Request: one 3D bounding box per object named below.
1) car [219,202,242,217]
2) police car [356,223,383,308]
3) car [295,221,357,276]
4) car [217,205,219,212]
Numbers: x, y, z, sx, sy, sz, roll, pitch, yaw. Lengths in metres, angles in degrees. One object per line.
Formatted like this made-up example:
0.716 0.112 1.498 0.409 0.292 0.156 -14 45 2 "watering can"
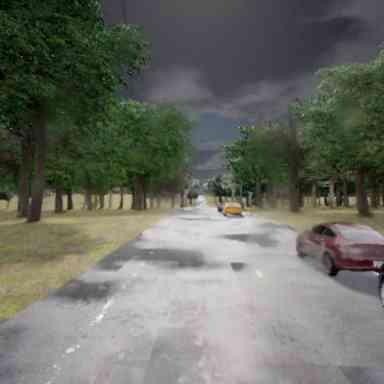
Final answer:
4.388 1.864 36.561 1.882 1.535 5.008 1 -1 2 "car"
4.613 1.524 4.772 1.930 1.638 5.238 1 0 1 "police car"
4.752 1.663 10.660 1.812 1.442 4.674 1 0 1 "car"
4.581 2.233 47.596 1.895 1.301 4.718 1 -1 1 "car"
